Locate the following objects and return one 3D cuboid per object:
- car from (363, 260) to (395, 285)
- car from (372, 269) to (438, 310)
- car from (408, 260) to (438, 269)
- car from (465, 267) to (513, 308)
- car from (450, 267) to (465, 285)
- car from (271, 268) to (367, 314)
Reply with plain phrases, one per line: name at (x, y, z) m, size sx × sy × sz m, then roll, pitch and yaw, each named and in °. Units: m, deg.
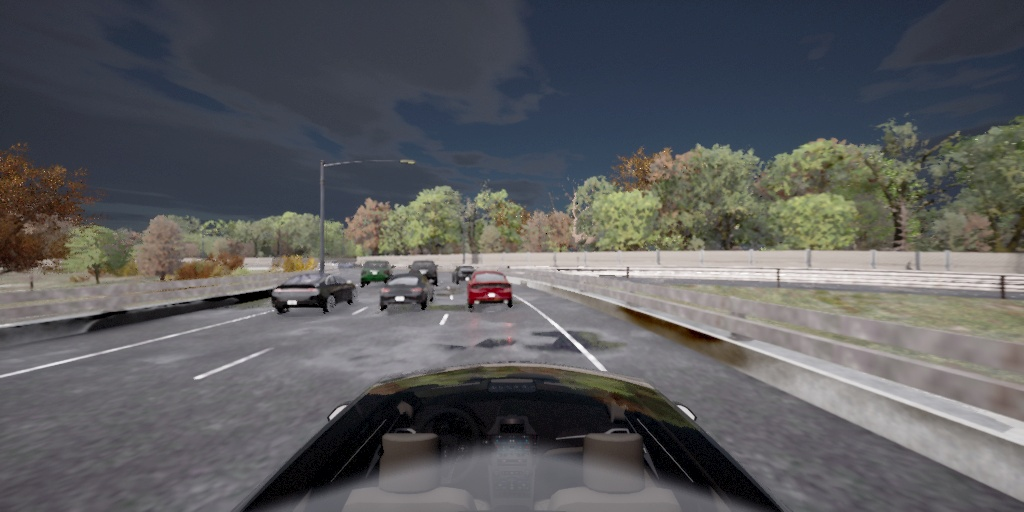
car at (-10.691, 1.367, 28.683) m, size 2.150 × 2.045 × 5.566 m, roll 0°, pitch -1°, yaw -15°
car at (-4.536, 1.478, 15.860) m, size 1.812 × 1.442 × 4.674 m, roll 0°, pitch -1°, yaw -7°
car at (-7.277, 1.364, 29.452) m, size 2.150 × 2.045 × 5.566 m, roll 0°, pitch -1°, yaw -15°
car at (-1.122, 1.428, 16.706) m, size 1.882 × 1.535 × 5.008 m, roll 0°, pitch 0°, yaw -7°
car at (-4.200, 1.661, 31.405) m, size 1.837 × 1.490 × 4.892 m, roll 0°, pitch 0°, yaw -16°
car at (-7.936, 1.445, 14.877) m, size 2.128 × 1.511 × 4.902 m, roll 0°, pitch -1°, yaw -7°
